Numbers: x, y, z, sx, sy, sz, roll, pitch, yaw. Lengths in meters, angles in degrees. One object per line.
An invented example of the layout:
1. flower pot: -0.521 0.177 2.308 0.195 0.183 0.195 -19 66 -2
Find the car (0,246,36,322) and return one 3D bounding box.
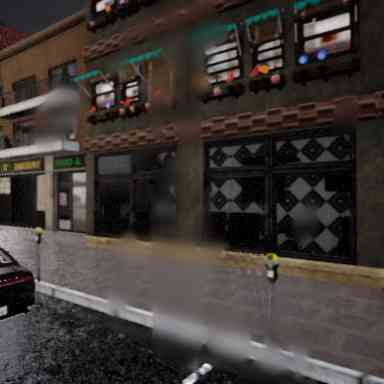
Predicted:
1. car: -4.642 1.549 6.188 4.403 1.369 2.008 0 0 35
